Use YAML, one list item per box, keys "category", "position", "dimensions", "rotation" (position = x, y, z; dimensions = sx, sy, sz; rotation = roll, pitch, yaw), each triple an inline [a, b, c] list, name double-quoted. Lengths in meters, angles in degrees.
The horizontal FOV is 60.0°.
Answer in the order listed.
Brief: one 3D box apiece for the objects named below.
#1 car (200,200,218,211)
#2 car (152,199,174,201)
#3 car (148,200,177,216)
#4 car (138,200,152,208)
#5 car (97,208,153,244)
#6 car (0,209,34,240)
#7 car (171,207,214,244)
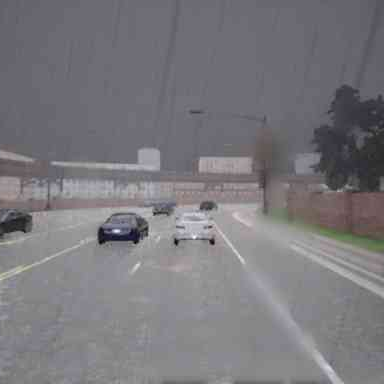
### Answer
- category: "car"
  position: [2.462, 1.979, 47.444]
  dimensions: [1.837, 1.490, 4.892]
  rotation: [-2, 0, 17]
- category: "car"
  position: [-4.454, 2.008, 58.596]
  dimensions: [2.097, 1.767, 4.553]
  rotation: [-1, -1, 26]
- category: "car"
  position: [-3.151, 1.961, 37.472]
  dimensions: [2.033, 1.411, 5.357]
  rotation: [0, 0, 5]
- category: "car"
  position: [-7.769, 2.226, 59.782]
  dimensions: [1.812, 1.442, 4.674]
  rotation: [-1, -1, 26]
- category: "car"
  position: [-3.402, 1.761, 17.047]
  dimensions: [1.994, 1.385, 4.181]
  rotation: [0, -1, 0]
- category: "car"
  position: [-10.590, 1.702, 18.326]
  dimensions: [2.128, 1.511, 4.902]
  rotation: [0, -1, 0]
- category: "car"
  position: [0.097, 1.719, 16.732]
  dimensions: [1.812, 1.442, 4.674]
  rotation: [0, 0, 0]
